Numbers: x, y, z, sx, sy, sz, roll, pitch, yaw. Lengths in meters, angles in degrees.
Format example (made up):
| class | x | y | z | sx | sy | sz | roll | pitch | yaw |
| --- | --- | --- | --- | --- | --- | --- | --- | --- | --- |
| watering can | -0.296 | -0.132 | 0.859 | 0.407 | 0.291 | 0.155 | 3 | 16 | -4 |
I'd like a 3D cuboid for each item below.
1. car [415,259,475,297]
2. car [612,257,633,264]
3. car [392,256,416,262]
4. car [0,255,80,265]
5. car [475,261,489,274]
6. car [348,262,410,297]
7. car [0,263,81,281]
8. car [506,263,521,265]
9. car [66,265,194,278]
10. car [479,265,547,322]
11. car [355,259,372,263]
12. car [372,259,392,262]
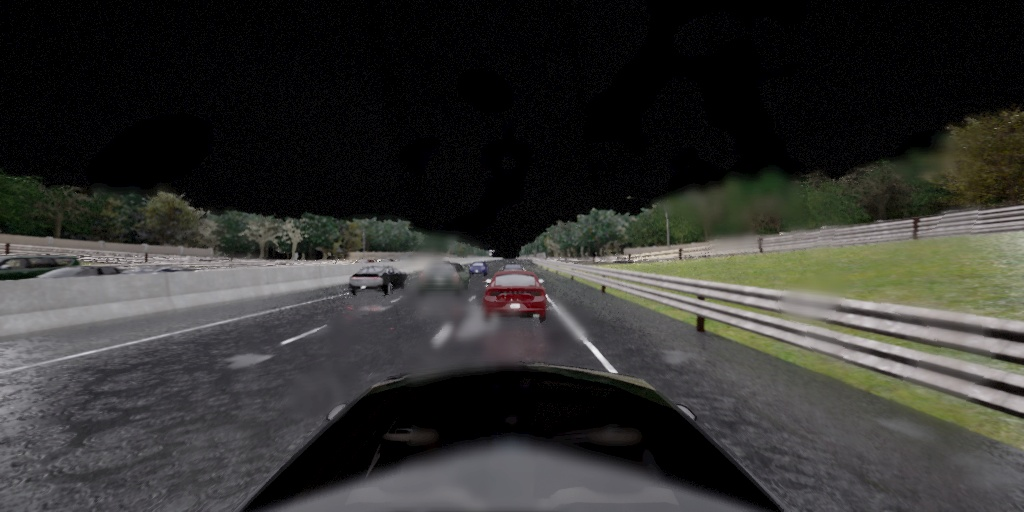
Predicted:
| class | x | y | z | sx | sy | sz | roll | pitch | yaw |
| --- | --- | --- | --- | --- | --- | --- | --- | --- | --- |
| car | -3.404 | 1.108 | 19.078 | 2.097 | 1.767 | 4.553 | 0 | 0 | 0 |
| car | 19.001 | 0.850 | 61.953 | 1.994 | 1.385 | 4.181 | 0 | -2 | -17 |
| car | -17.549 | 0.956 | 59.763 | 2.150 | 2.045 | 5.566 | 0 | 0 | 1 |
| car | -24.605 | 0.977 | 17.473 | 2.150 | 2.045 | 5.566 | 0 | 0 | 0 |
| car | -3.408 | 1.278 | 37.114 | 1.812 | 1.442 | 4.674 | 0 | 0 | 0 |
| car | -6.905 | 1.247 | 19.093 | 2.128 | 1.511 | 4.902 | 0 | 0 | 0 |
| car | -21.103 | 1.260 | 17.526 | 1.837 | 1.490 | 4.892 | 0 | 0 | 0 |
| car | 0.092 | 1.302 | 30.489 | 2.033 | 1.411 | 5.357 | 0 | 0 | 0 |
| car | -17.604 | 1.247 | 17.525 | 2.128 | 1.511 | 4.902 | 0 | 0 | 0 |
| car | 0.098 | 1.232 | 12.395 | 1.882 | 1.535 | 5.008 | 0 | 0 | 0 |
| car | -24.543 | 1.212 | 59.782 | 1.882 | 1.535 | 5.008 | 0 | 0 | 1 |
| car | -21.050 | 1.238 | 59.808 | 1.837 | 1.490 | 4.892 | 0 | 0 | 1 |
